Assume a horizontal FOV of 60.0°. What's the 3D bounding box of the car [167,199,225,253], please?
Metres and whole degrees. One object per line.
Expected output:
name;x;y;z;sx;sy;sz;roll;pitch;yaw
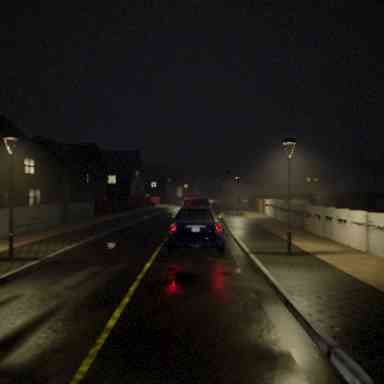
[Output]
car;0.192;1.351;13.748;2.097;1.767;4.553;0;0;2

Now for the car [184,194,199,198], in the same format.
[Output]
car;0.047;1.267;50.709;2.150;2.045;5.566;0;0;8

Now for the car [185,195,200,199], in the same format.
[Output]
car;0.845;1.370;28.783;2.097;1.767;4.553;0;0;4
